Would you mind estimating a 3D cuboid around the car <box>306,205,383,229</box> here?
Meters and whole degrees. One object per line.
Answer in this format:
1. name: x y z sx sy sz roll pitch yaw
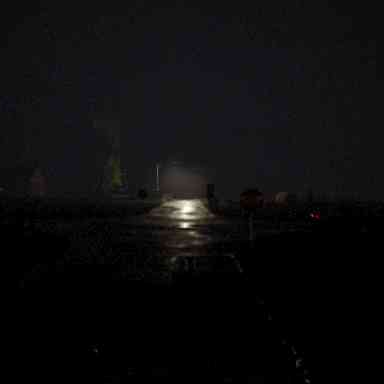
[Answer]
1. car: 9.995 1.536 20.729 5.357 1.411 2.033 1 0 -1
